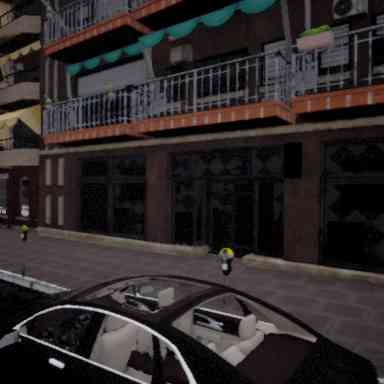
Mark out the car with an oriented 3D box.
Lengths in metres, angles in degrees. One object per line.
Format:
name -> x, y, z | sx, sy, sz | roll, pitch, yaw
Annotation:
car -> -0.604, 1.546, 3.294 | 4.403, 1.369, 2.008 | 0, 1, 36
